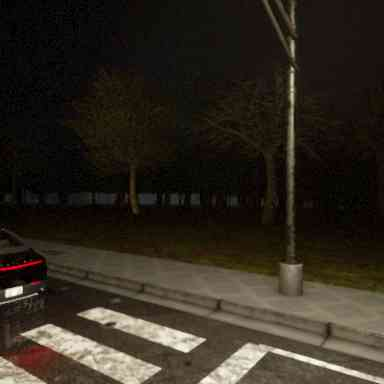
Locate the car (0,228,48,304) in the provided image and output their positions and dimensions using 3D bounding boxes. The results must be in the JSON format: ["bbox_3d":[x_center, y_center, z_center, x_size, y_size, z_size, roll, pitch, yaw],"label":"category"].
[{"bbox_3d":[-5.148,1.518,7.356,4.892,1.490,1.837,1,0,35],"label":"car"}]
